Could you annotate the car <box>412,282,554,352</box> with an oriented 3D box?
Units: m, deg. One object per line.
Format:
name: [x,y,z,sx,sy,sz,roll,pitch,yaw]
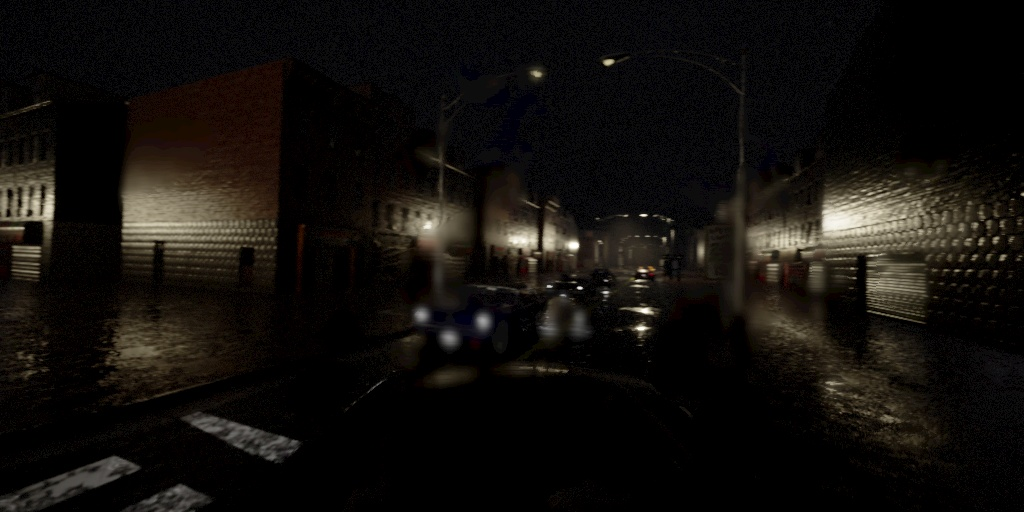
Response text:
car: [-0.489,1.402,9.358,1.895,1.301,4.718,1,-1,21]

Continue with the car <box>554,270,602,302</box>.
car: [3.256,1.585,18.812,1.895,1.301,4.718,1,-1,22]

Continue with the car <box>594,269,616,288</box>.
car: [7.199,1.726,28.722,2.033,1.411,5.357,1,-1,22]

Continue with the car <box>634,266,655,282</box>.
car: [14.506,2.039,39.285,1.994,1.385,4.181,1,-1,22]
